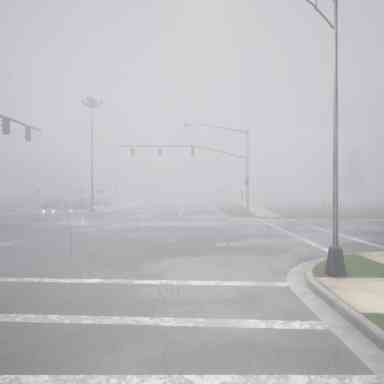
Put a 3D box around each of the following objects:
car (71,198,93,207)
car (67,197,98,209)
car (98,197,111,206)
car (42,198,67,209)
[{"bbox_3d":[-17.842,1.601,53.980,1.895,1.301,4.718,0,0,1],"label":"car"},{"bbox_3d":[-14.506,1.505,44.325,1.837,1.490,4.892,0,0,1],"label":"car"},{"bbox_3d":[-14.342,1.564,53.231,1.994,1.385,4.181,0,0,2],"label":"car"},{"bbox_3d":[-18.007,1.547,44.397,2.033,1.411,5.357,0,0,1],"label":"car"}]
